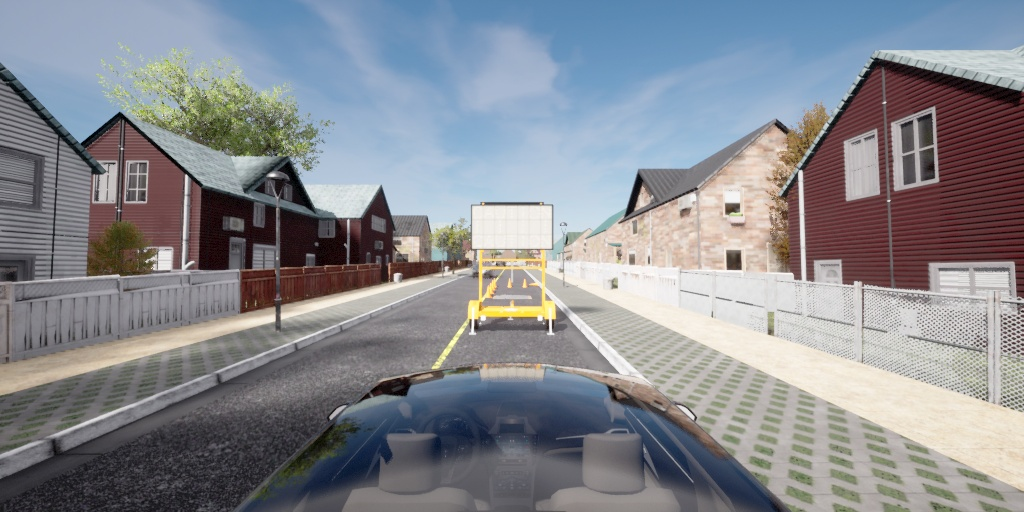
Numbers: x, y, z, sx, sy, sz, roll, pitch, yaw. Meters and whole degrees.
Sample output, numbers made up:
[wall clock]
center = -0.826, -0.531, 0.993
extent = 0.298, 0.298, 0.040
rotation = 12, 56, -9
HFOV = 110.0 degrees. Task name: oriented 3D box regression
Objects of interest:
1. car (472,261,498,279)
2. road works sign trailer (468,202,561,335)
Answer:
[car]
center = -2.719, 1.351, 34.268
extent = 2.128, 1.511, 4.902
rotation = 0, 0, 0
[road works sign trailer]
center = 0.005, 0.227, 10.558
extent = 2.380, 3.560, 2.880
rotation = 0, 0, 1
